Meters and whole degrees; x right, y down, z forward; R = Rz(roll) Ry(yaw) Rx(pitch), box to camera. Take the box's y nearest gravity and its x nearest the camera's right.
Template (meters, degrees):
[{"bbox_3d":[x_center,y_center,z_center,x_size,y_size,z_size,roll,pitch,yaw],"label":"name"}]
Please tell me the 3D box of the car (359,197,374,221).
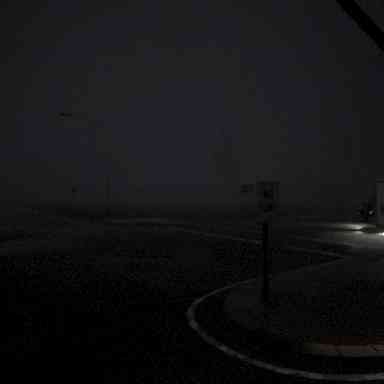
[{"bbox_3d":[14.360,1.005,24.021,5.566,2.045,2.150,-1,0,-35],"label":"car"}]
